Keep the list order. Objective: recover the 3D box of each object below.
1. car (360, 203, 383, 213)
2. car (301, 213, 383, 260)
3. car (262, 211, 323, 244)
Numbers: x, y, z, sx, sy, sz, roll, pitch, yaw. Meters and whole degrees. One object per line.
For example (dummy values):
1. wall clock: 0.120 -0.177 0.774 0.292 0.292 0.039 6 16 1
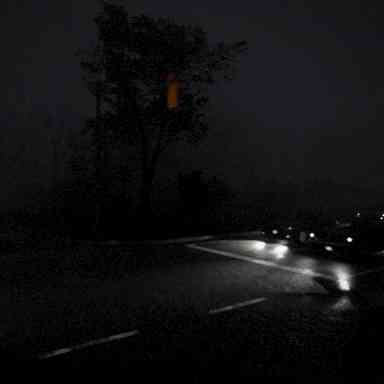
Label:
1. car: 12.448 1.511 21.437 4.553 1.767 2.097 1 0 -36
2. car: 6.619 1.692 12.997 4.718 1.301 1.895 0 0 -35
3. car: 5.438 1.661 16.449 4.181 1.385 1.994 0 0 -35
